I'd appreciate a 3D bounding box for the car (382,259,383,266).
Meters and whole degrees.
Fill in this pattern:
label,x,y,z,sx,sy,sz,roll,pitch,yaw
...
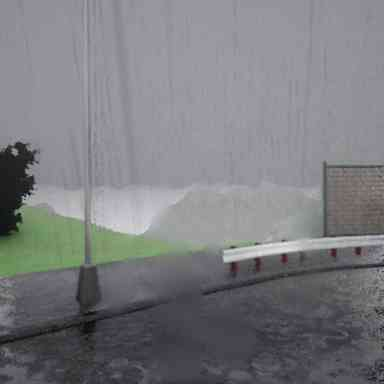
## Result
label,x,y,z,sx,sy,sz,roll,pitch,yaw
car,6.764,1.424,7.311,4.674,1.442,1.812,0,0,1
